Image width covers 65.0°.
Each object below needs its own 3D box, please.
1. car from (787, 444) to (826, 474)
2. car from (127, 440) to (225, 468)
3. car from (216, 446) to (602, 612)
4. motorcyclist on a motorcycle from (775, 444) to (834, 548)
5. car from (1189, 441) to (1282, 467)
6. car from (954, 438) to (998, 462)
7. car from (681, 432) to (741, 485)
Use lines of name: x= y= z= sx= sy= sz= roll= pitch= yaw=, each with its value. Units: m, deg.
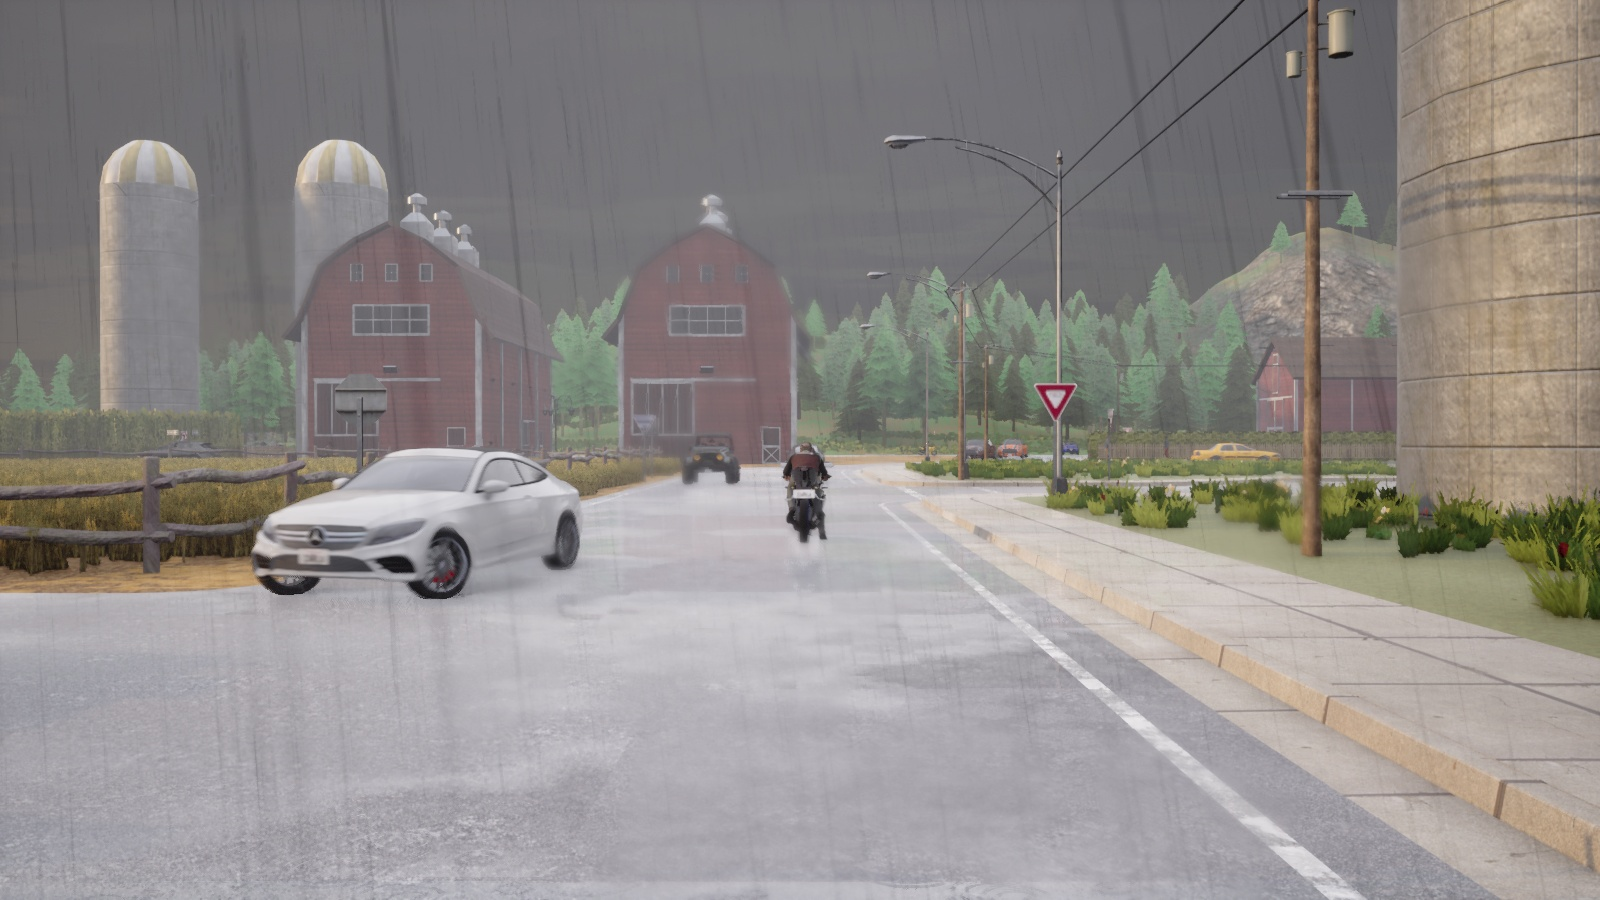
car: x=0.283 y=0.416 z=63.111 sx=1.812 sy=1.442 sz=4.674 roll=0 pitch=0 yaw=-1
car: x=-37.212 y=0.223 z=74.994 sx=4.856 sy=1.649 sz=2.033 roll=0 pitch=1 yaw=3
car: x=-3.921 y=0.692 z=13.597 sx=1.812 sy=1.442 sz=4.674 roll=1 pitch=0 yaw=14
motorcyclist on a motorcycle: x=0.091 y=0.671 z=19.620 sx=0.866 sy=1.530 sz=2.191 roll=0 pitch=0 yaw=2
car: x=27.533 y=0.258 z=79.473 sx=5.366 sy=1.575 sz=1.801 roll=0 pitch=1 yaw=11
car: x=13.428 y=-0.043 z=95.530 sx=2.097 sy=1.767 sz=4.553 roll=0 pitch=1 yaw=24
car: x=-3.227 y=0.280 z=45.973 sx=1.905 sy=1.878 sz=3.866 roll=0 pitch=0 yaw=0
